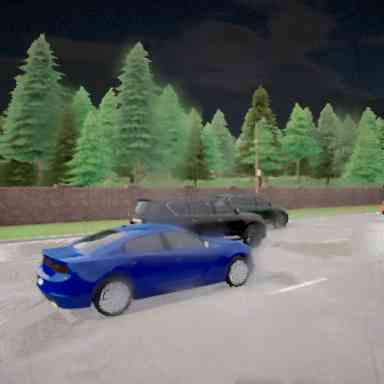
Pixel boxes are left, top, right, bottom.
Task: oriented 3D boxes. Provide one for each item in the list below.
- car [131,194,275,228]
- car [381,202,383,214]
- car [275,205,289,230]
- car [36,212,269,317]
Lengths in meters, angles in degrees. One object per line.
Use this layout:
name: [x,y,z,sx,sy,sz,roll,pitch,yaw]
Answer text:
car: [0.339,1.174,12.584,5.566,2.045,2.150,0,0,-35]
car: [19.347,1.140,30.434,4.553,1.767,2.097,0,0,-35]
car: [3.023,1.137,18.795,5.566,2.045,2.150,0,0,-35]
car: [-0.751,1.454,7.509,5.008,1.535,1.882,0,0,-35]
